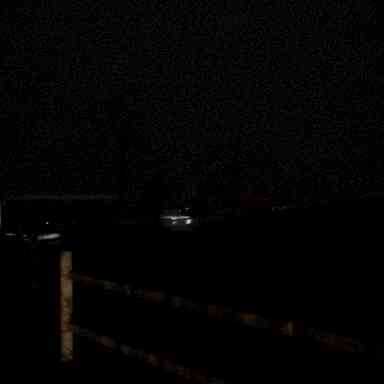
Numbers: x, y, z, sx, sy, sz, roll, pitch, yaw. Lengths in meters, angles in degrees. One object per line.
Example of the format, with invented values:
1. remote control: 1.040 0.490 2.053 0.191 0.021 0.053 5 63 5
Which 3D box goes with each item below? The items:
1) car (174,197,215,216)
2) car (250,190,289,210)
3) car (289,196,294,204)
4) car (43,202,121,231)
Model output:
1. car: 0.316 1.273 29.858 1.837 1.490 4.892 -2 1 35
2. car: 8.220 0.833 36.092 2.150 2.045 5.566 -2 0 35
3. car: 13.185 1.102 48.266 2.033 1.411 5.357 -2 0 35
4. car: -6.482 1.395 20.053 1.837 1.490 4.892 -2 0 35
